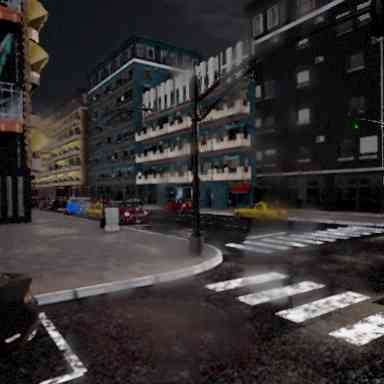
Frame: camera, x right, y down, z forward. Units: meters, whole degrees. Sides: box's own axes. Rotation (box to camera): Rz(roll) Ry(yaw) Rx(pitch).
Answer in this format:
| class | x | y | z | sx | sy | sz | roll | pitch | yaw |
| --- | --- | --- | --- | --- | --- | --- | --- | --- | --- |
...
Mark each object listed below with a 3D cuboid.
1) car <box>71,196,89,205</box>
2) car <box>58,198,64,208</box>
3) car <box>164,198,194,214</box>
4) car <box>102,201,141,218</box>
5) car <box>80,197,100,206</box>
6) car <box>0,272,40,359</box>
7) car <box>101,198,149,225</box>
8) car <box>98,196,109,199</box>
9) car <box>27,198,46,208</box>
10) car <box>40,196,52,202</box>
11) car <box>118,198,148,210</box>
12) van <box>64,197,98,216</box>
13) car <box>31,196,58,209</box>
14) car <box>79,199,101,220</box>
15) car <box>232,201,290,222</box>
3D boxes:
| class | x | y | z | sx | sy | sz | roll | pitch | yaw |
| --- | --- | --- | --- | --- | --- | --- | --- | --- | --- |
| car | -20.581 | 1.548 | 61.031 | 2.008 | 1.369 | 4.403 | -2 | 1 | -36 |
| car | -19.330 | 1.648 | 49.499 | 1.994 | 1.385 | 4.181 | -1 | 1 | -35 |
| car | -1.257 | 1.345 | 34.027 | 1.967 | 1.590 | 4.097 | -2 | 1 | -36 |
| car | -6.868 | 1.626 | 31.927 | 1.895 | 1.301 | 4.718 | -1 | 1 | -36 |
| car | -17.360 | 1.547 | 56.531 | 1.947 | 1.339 | 4.313 | -2 | 1 | -36 |
| car | -4.097 | 1.558 | 3.651 | 4.403 | 1.369 | 2.008 | 0 | -1 | -35 |
| car | -4.851 | 1.499 | 24.652 | 1.967 | 1.590 | 4.097 | -2 | 1 | -36 |
| car | -14.141 | 1.405 | 52.029 | 1.967 | 1.590 | 4.097 | -2 | 1 | -36 |
| car | -24.173 | 1.716 | 51.655 | 1.947 | 1.339 | 4.313 | -2 | 1 | -36 |
| car | -36.685 | 1.630 | 83.534 | 1.887 | 1.381 | 4.507 | -2 | 1 | -36 |
| car | -7.697 | 1.485 | 43.029 | 2.008 | 1.369 | 4.403 | -2 | 1 | -36 |
| van | -11.294 | 1.429 | 33.650 | 1.690 | 1.788 | 3.998 | -2 | 1 | -36 |
| car | -20.955 | 1.574 | 47.153 | 1.967 | 1.590 | 4.097 | -2 | 1 | -36 |
| car | -7.971 | 1.598 | 29.014 | 1.752 | 1.417 | 4.829 | -2 | 1 | -36 |
| car | 5.087 | 1.402 | 25.166 | 1.752 | 1.417 | 4.829 | -2 | 1 | -36 |
